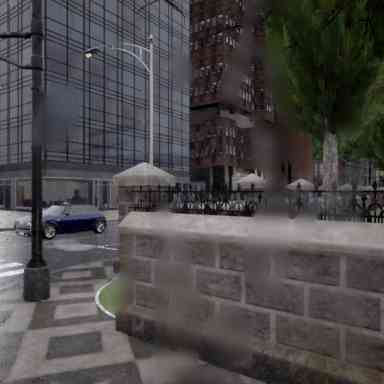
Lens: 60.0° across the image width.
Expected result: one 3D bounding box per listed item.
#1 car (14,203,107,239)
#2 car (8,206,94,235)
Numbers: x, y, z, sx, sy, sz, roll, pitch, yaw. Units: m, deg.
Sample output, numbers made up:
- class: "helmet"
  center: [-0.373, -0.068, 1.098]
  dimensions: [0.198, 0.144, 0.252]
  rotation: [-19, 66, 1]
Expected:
- class: "car"
  center: [-6.877, 1.426, 17.834]
  dimensions: [2.097, 1.767, 4.553]
  rotation: [0, 0, 36]
- class: "car"
  center: [-8.445, 1.632, 20.222]
  dimensions: [2.008, 1.369, 4.403]
  rotation: [0, -1, 36]
